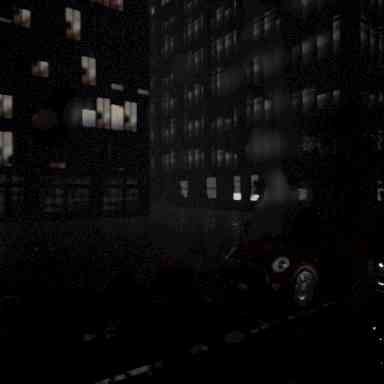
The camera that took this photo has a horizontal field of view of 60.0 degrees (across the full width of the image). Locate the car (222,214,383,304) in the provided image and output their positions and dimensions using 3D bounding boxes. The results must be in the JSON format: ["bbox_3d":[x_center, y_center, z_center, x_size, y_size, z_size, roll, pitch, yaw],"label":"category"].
[{"bbox_3d":[2.659,1.399,7.993,4.097,1.590,1.967,0,0,-35],"label":"car"}]

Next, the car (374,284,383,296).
[{"bbox_3d":[5.854,1.435,7.226,4.902,1.511,2.128,-1,0,-35],"label":"car"}]
